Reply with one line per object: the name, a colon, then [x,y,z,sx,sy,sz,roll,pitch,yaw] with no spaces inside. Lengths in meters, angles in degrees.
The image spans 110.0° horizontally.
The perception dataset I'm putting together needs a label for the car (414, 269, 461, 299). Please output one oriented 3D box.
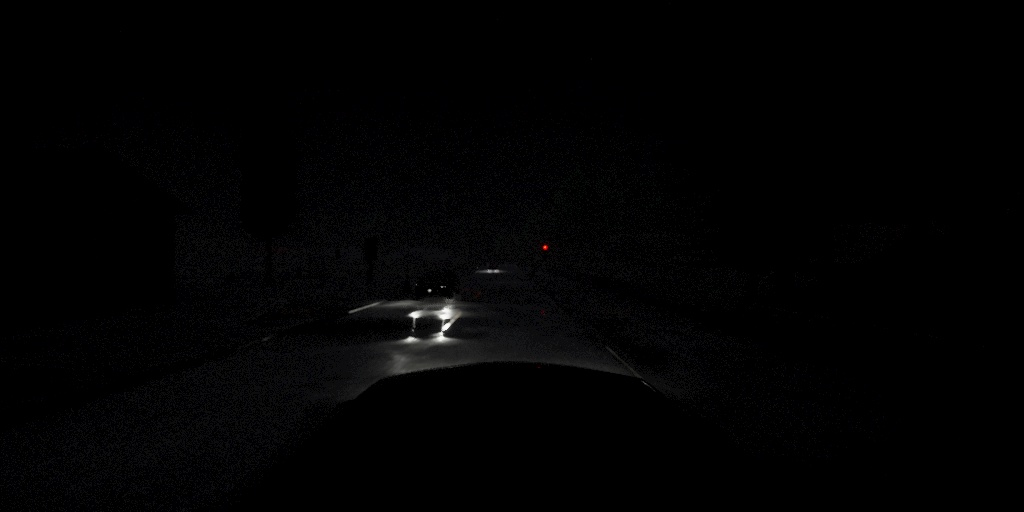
car: [-4.047,1.509,20.129,1.837,1.490,4.892,0,-1,1]
